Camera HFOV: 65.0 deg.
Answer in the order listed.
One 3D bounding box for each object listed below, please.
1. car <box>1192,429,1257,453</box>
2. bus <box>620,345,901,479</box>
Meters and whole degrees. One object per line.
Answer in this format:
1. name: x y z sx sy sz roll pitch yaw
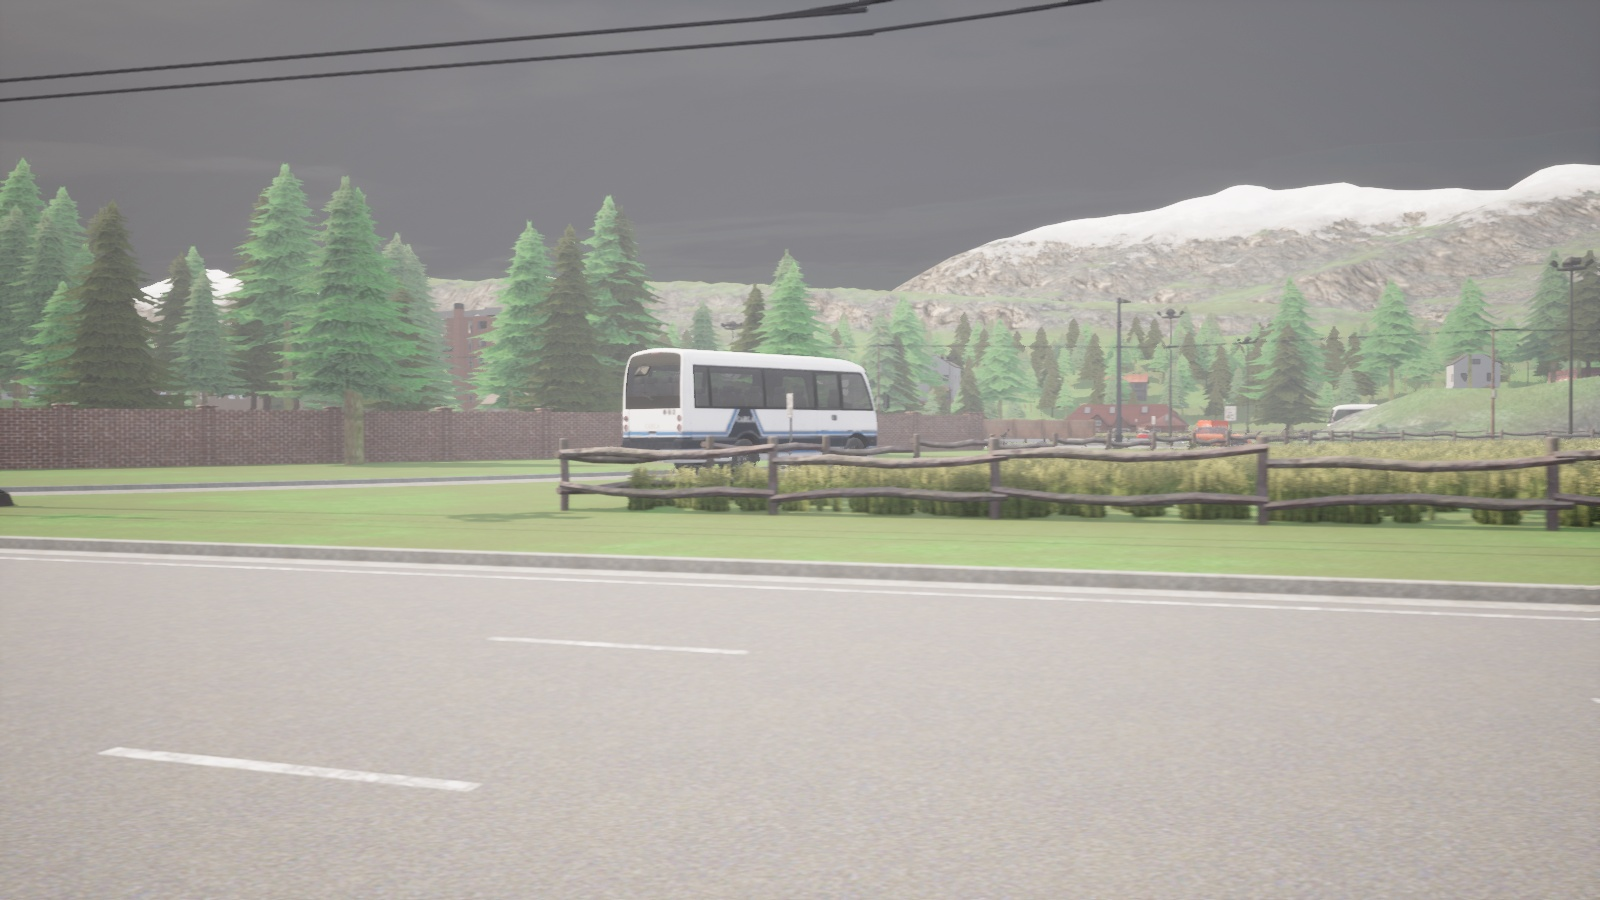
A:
1. car: 31.792 -0.703 94.126 4.553 1.767 2.097 1 1 18
2. bus: -1.142 -1.275 44.974 3.944 4.253 10.273 1 1 43
